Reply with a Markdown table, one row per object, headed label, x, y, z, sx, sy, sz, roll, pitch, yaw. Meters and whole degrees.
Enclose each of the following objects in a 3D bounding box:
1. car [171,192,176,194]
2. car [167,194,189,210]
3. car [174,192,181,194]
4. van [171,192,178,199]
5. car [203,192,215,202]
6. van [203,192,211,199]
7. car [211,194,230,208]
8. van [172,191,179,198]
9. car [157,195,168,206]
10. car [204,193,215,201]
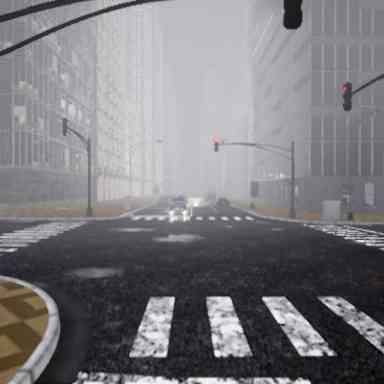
| label | x | y | z | sx | sy | sz | roll | pitch | yaw |
| --- | --- | --- | --- | --- | --- | --- | --- | --- | --- |
| car | -4.178 | 1.145 | 65.040 | 1.947 | 1.339 | 4.313 | 0 | 0 | 0 |
| car | -1.559 | 1.293 | 38.441 | 1.812 | 1.442 | 4.674 | 0 | 1 | 0 |
| car | -1.623 | 1.175 | 55.306 | 1.812 | 1.442 | 4.674 | 0 | 0 | 0 |
| van | -4.270 | 0.795 | 81.621 | 1.690 | 1.788 | 3.998 | 0 | 0 | 0 |
| car | 3.702 | 0.894 | 65.082 | 2.192 | 1.841 | 5.009 | 0 | 0 | 0 |
| van | 3.610 | 0.795 | 81.665 | 1.690 | 1.788 | 3.998 | 0 | 0 | 0 |
| car | 3.872 | 1.302 | 42.975 | 1.947 | 1.339 | 4.313 | 0 | 0 | 0 |
| van | -4.300 | 0.754 | 87.148 | 1.690 | 1.788 | 3.998 | 0 | 0 | 0 |
| car | -4.088 | 1.280 | 48.458 | 1.802 | 1.307 | 4.206 | 0 | 0 | 0 |
| car | 3.671 | 0.977 | 70.611 | 1.967 | 1.590 | 4.097 | 0 | 0 | 0 |
